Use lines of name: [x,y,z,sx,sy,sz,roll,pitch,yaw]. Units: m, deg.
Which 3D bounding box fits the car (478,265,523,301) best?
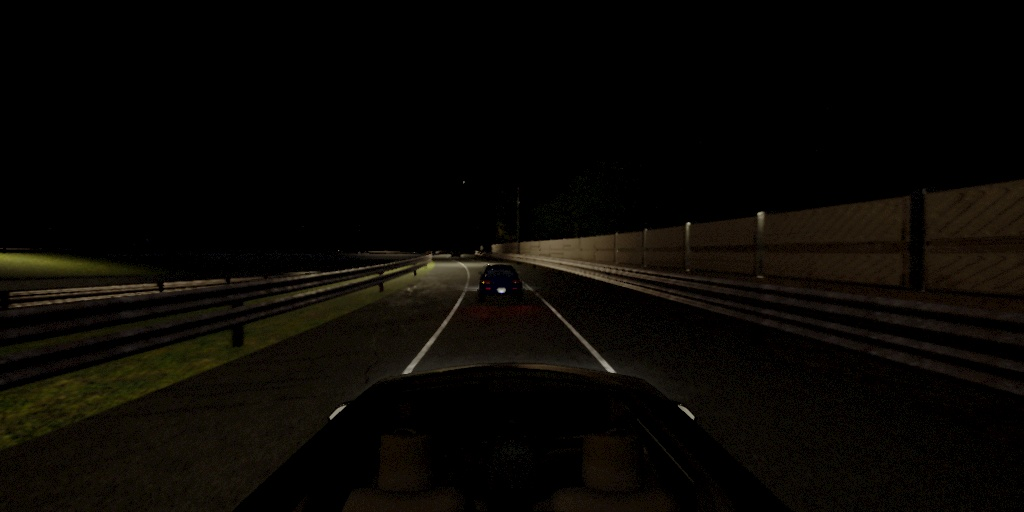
car: [-0.561,1.120,16.304,1.812,1.442,4.674,0,1,-4]
